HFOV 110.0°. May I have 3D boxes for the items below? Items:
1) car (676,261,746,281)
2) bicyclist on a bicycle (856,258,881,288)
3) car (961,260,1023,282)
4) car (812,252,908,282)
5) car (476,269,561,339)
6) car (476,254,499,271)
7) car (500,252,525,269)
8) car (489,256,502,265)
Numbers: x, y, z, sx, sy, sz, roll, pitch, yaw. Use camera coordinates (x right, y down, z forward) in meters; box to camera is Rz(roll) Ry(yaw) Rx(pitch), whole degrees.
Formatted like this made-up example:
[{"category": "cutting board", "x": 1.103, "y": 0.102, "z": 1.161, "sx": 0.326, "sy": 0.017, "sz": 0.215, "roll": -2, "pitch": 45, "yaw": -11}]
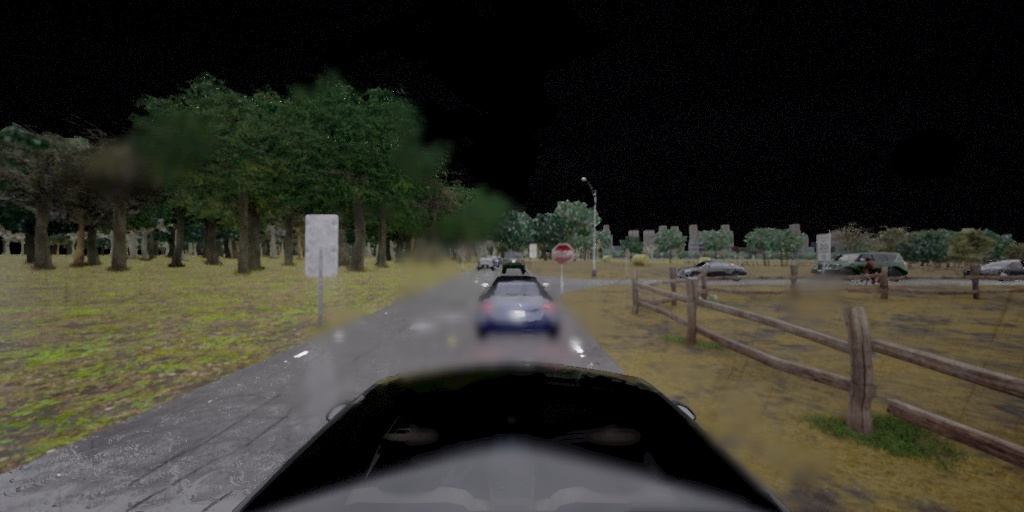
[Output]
[{"category": "car", "x": 14.326, "y": 1.057, "z": 25.898, "sx": 4.674, "sy": 1.442, "sz": 1.812, "roll": 0, "pitch": -1, "yaw": -1}, {"category": "bicyclist on a bicycle", "x": 19.941, "y": 0.932, "z": 19.942, "sx": 0.582, "sy": 1.620, "sz": 1.656, "roll": 0, "pitch": 1, "yaw": 0}, {"category": "car", "x": 35.709, "y": 1.067, "z": 25.931, "sx": 4.892, "sy": 1.490, "sz": 1.837, "roll": 0, "pitch": -1, "yaw": 0}, {"category": "car", "x": 25.055, "y": 0.769, "z": 25.935, "sx": 5.566, "sy": 2.045, "sz": 2.150, "roll": 0, "pitch": -1, "yaw": 0}, {"category": "car", "x": 0.118, "y": 1.218, "z": 9.754, "sx": 1.994, "sy": 1.385, "sz": 4.181, "roll": 0, "pitch": 1, "yaw": -1}, {"category": "car", "x": -2.780, "y": 0.855, "z": 39.514, "sx": 1.837, "sy": 1.490, "sz": 4.892, "roll": 0, "pitch": 0, "yaw": 0}, {"category": "car", "x": 0.154, "y": 0.596, "z": 36.391, "sx": 2.150, "sy": 2.045, "sz": 5.566, "roll": 0, "pitch": 0, "yaw": 0}, {"category": "car", "x": -2.694, "y": 0.710, "z": 59.359, "sx": 1.882, "sy": 1.535, "sz": 5.008, "roll": 0, "pitch": 0, "yaw": 1}]
